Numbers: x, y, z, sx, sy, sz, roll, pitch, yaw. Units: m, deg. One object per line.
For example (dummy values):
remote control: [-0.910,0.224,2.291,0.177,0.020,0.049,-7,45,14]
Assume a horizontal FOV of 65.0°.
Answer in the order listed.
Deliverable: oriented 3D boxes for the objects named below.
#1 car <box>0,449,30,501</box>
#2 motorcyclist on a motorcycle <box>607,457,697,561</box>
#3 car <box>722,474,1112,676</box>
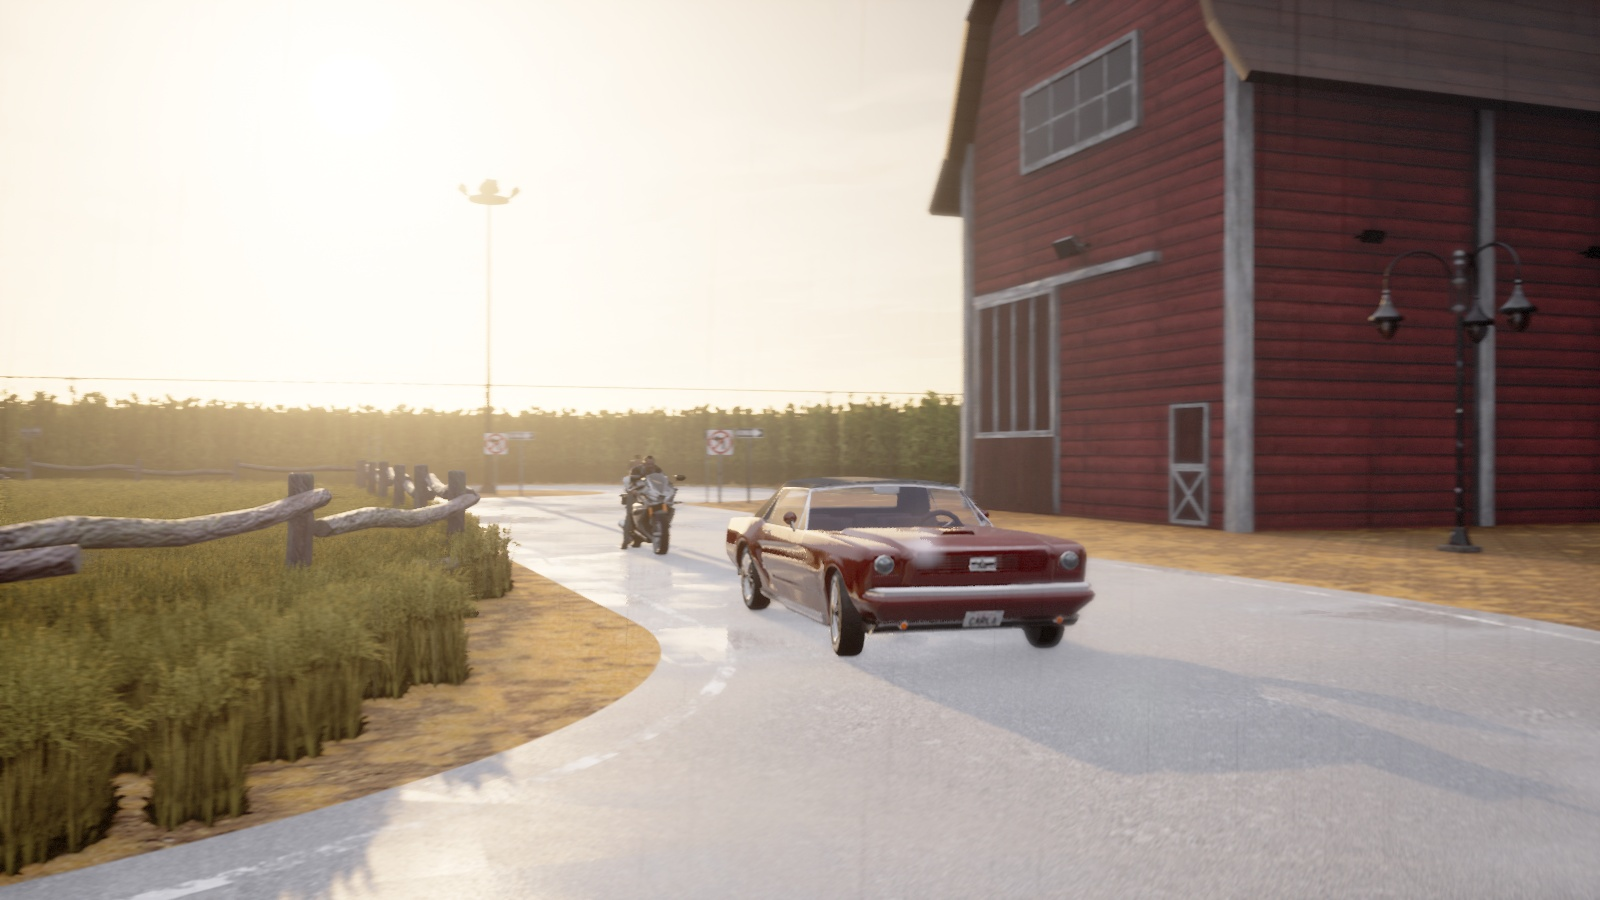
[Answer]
car: [-28.098,0.821,41.049,4.611,1.667,2.242,0,0,-18]
motorcyclist on a motorcycle: [-2.351,0.872,19.635,0.866,1.530,2.191,0,0,-21]
car: [0.718,0.898,11.101,1.895,1.301,4.718,0,0,-15]
